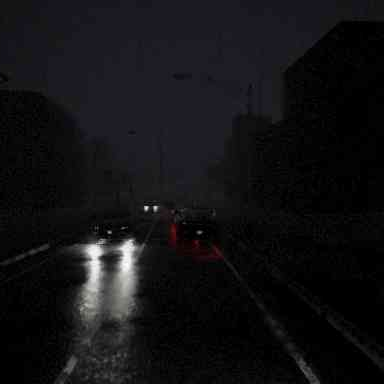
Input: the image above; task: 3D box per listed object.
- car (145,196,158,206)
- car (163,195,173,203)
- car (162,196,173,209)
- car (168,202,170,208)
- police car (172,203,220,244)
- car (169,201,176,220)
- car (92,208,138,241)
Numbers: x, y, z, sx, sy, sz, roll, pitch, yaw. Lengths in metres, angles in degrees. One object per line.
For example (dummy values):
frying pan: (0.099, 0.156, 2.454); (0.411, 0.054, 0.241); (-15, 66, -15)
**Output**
car: (-7.233, 1.512, 59.166); (2.097, 1.767, 4.553); (0, 2, -4)
car: (-4.787, 1.437, 66.731); (1.994, 1.385, 4.181); (0, 2, -5)
car: (-3.587, 1.854, 51.780); (1.837, 1.490, 4.892); (0, 1, -5)
car: (-1.133, 1.957, 32.446); (1.812, 1.442, 4.674); (0, -1, -5)
police car: (0.133, 1.535, 16.579); (1.930, 1.638, 5.238); (0, -1, -4)
car: (-0.670, 1.793, 26.651); (1.801, 1.575, 5.366); (0, -1, -5)
car: (-3.984, 1.659, 17.772); (1.837, 1.490, 4.892); (0, -1, -4)
